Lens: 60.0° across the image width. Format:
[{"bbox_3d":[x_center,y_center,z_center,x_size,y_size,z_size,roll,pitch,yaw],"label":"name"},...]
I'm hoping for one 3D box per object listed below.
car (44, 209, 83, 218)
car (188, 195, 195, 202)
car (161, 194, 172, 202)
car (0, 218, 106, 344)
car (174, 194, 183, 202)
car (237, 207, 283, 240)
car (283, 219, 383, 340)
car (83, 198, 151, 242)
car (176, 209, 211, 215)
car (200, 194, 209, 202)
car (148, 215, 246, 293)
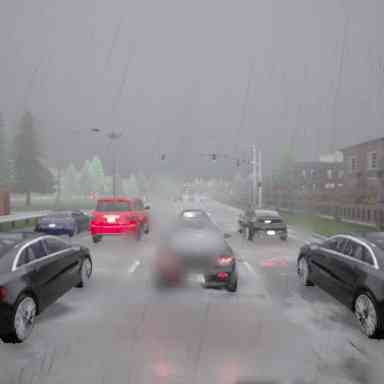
[{"bbox_3d":[-6.930,1.636,18.495,1.994,1.385,4.181,0,0,0],"label":"car"},{"bbox_3d":[-0.092,1.878,89.519,2.033,1.411,5.357,0,0,0],"label":"car"},{"bbox_3d":[-7.093,1.563,89.543,2.150,2.045,5.566,0,0,0],"label":"car"},{"bbox_3d":[-3.413,1.517,6.417,2.128,1.511,4.902,0,0,0],"label":"car"},{"bbox_3d":[-3.593,1.563,89.547,2.150,2.045,5.566,0,0,0],"label":"car"},{"bbox_3d":[3.568,1.574,17.398,1.837,1.490,4.892,0,0,0],"label":"car"},{"bbox_3d":[3.587,1.518,6.550,2.128,1.511,4.902,0,0,0],"label":"car"},{"bbox_3d":[-3.429,1.289,16.820,2.150,2.045,5.566,0,0,0],"label":"car"},{"bbox_3d":[0.069,1.635,18.105,1.994,1.385,4.181,0,0,0],"label":"car"},{"bbox_3d":[3.407,1.563,89.554,2.150,2.045,5.566,0,0,0],"label":"car"},{"bbox_3d":[0.087,1.560,8.833,1.812,1.442,4.674,0,0,0],"label":"car"}]
